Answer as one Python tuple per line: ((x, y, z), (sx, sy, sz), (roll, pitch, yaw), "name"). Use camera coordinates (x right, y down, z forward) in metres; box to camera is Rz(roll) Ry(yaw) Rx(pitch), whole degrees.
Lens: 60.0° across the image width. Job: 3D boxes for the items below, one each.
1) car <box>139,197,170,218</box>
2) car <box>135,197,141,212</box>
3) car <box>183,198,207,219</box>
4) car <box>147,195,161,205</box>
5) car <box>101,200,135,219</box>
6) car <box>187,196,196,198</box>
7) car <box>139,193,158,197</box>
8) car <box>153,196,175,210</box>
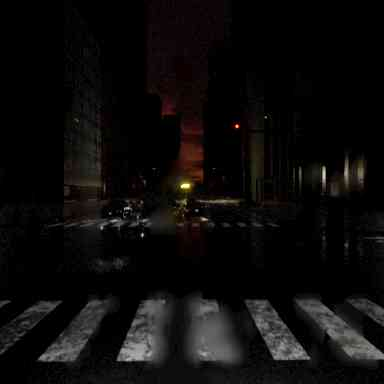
((-3.400, 1.479, 30.851), (1.882, 1.535, 5.008), (0, 0, 0), "car")
((-6.667, 1.603, 38.821), (1.895, 1.301, 4.718), (0, 0, 0), "car")
((0.252, 1.548, 29.312), (2.033, 1.411, 5.357), (0, 0, -3), "car")
((-6.661, 1.357, 58.994), (2.097, 1.767, 4.553), (0, 0, -1), "car")
((-6.665, 1.506, 29.558), (1.837, 1.490, 4.892), (0, 0, 0), "car")
((-0.077, 1.566, 70.904), (1.994, 1.385, 4.181), (0, 0, 0), "car")
((-6.677, 1.225, 48.732), (2.150, 2.045, 5.566), (0, 0, 0), "car")
((-3.423, 1.528, 40.132), (1.812, 1.442, 4.674), (0, 0, 0), "car")
